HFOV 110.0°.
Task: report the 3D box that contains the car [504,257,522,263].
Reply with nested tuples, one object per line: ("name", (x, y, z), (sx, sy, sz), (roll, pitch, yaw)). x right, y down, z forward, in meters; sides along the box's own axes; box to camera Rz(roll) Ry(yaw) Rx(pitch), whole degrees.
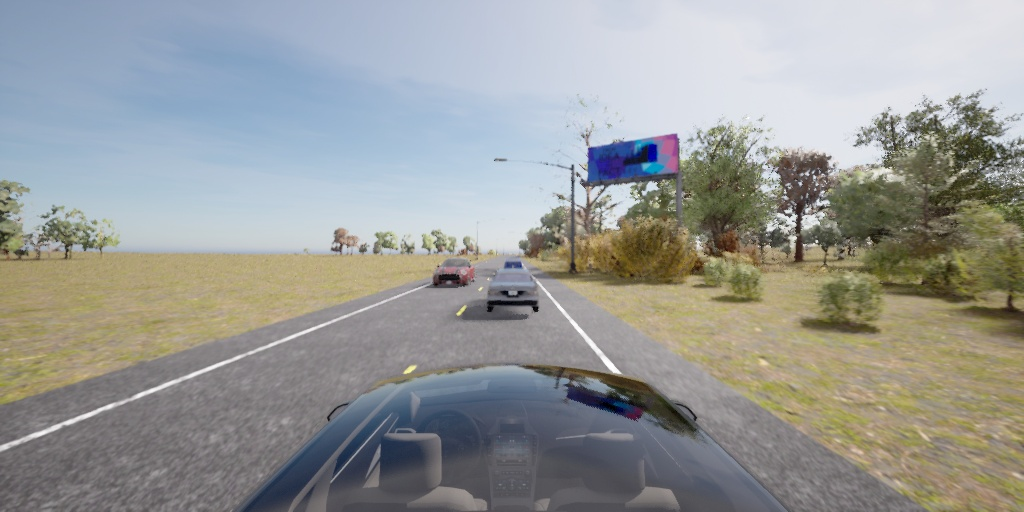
("car", (0.111, 0.868, 38.858), (1.882, 1.535, 5.008), (0, 1, 0))

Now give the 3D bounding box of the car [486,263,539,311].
("car", (0.048, 1.181, 13.792), (2.033, 1.411, 5.357), (0, 1, 1))

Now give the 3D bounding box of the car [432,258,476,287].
("car", (-3.535, 0.901, 22.479), (2.097, 1.767, 4.553), (0, 1, 1))
